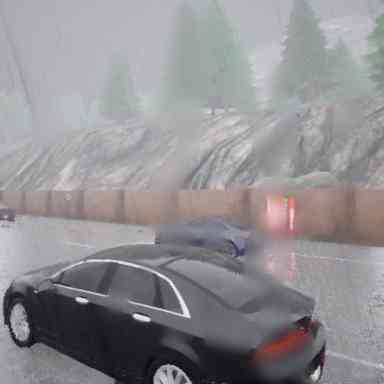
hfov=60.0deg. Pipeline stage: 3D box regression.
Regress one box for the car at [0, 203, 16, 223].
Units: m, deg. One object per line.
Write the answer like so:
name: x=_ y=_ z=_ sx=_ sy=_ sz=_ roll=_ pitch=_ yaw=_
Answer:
car: x=-14.633 y=1.525 z=24.392 sx=4.674 sy=1.442 sz=1.812 roll=0 pitch=0 yaw=39

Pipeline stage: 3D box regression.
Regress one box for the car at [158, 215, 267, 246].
car: x=0.613 y=1.564 z=12.343 sx=4.181 sy=1.385 sz=1.994 roll=0 pitch=0 yaw=37

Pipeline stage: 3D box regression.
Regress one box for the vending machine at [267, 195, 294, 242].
vending machine: x=4.195 y=1.195 z=15.698 sx=0.880 sy=2.100 sz=1.100 roll=0 pitch=0 yaw=37

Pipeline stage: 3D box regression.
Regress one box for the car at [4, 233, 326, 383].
car: x=-0.759 y=1.507 z=4.650 sx=4.892 sy=1.490 sz=1.837 roll=1 pitch=1 yaw=36
